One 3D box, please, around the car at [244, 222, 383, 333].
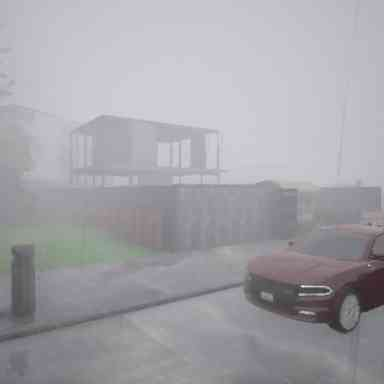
[{"bbox_3d":[3.273,1.445,6.918,5.008,1.535,1.882,0,0,-35],"label":"car"}]
